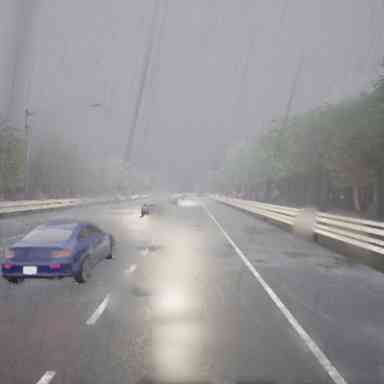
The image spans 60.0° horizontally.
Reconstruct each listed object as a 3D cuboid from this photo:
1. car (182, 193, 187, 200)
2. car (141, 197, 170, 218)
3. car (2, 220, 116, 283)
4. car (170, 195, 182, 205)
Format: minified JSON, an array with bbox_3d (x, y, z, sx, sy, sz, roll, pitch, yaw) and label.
[{"bbox_3d":[-3.164,1.566,93.817,1.895,1.301,4.718,0,0,0],"label":"car"},{"bbox_3d":[-3.456,1.479,30.154,2.128,1.511,4.902,0,0,0],"label":"car"},{"bbox_3d":[-3.494,1.519,9.480,1.812,1.442,4.674,0,0,0],"label":"car"},{"bbox_3d":[-3.341,1.529,57.312,2.033,1.411,5.357,0,0,0],"label":"car"}]
